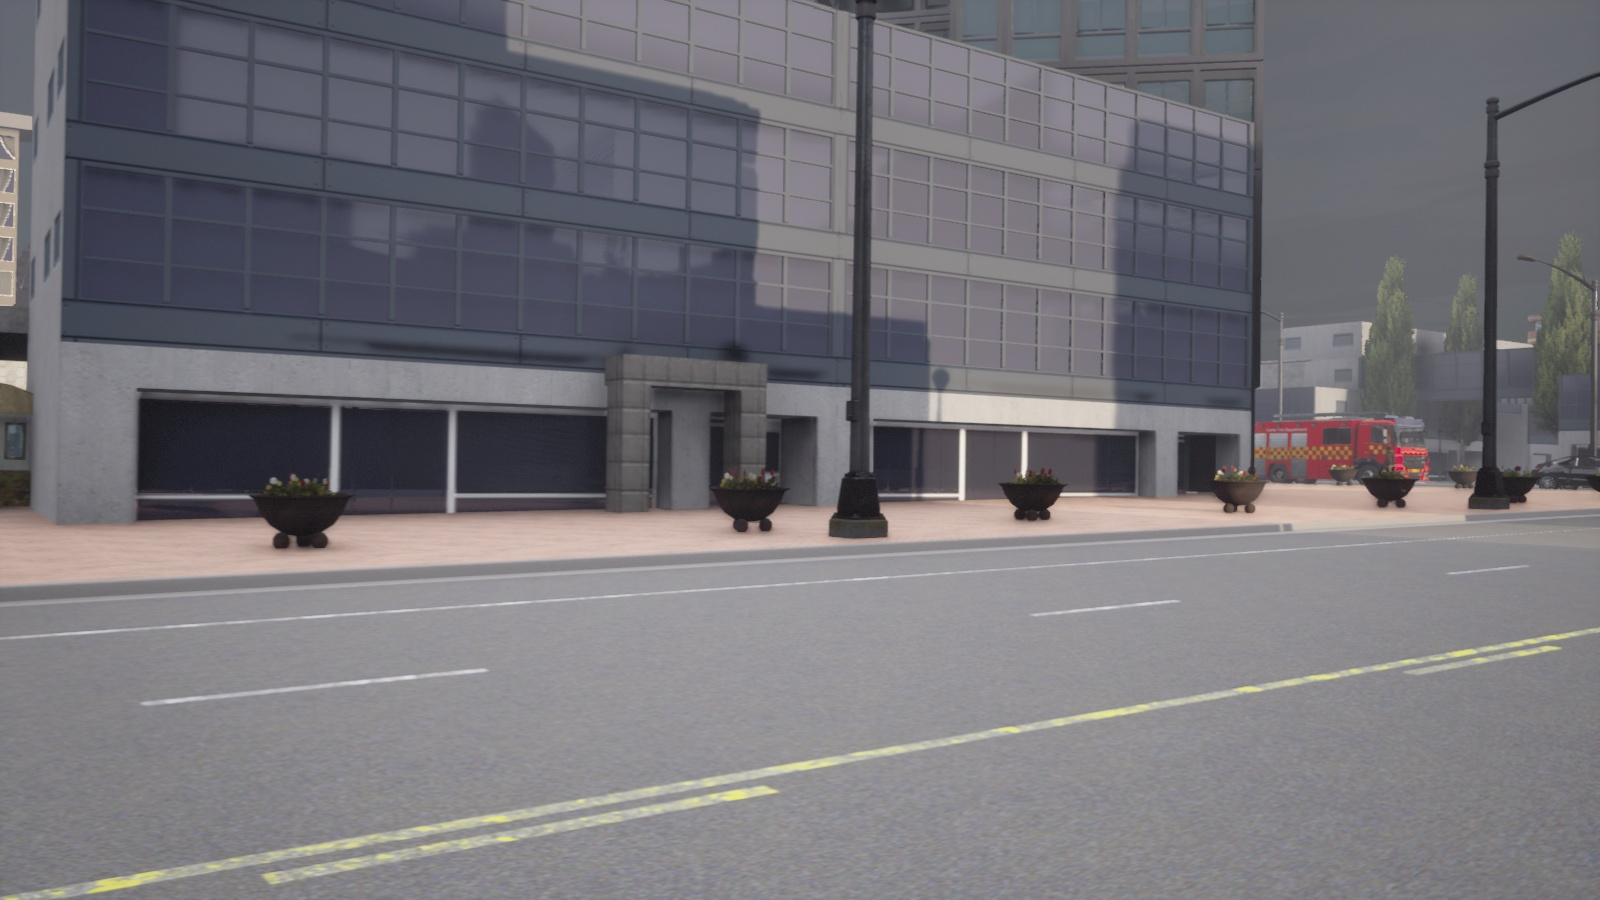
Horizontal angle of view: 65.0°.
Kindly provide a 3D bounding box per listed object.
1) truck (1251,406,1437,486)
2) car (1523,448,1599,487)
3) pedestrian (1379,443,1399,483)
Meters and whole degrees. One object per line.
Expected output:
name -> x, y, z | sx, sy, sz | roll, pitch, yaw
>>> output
truck -> 27.682, -0.141, 64.361 | 2.891, 3.827, 8.468 | 1, -1, -34
car -> 34.489, 0.761, 54.429 | 2.152, 1.651, 5.027 | 1, -1, -34
pedestrian -> 27.092, 0.606, 57.722 | 0.431, 1.840, 0.703 | 1, -1, -28
